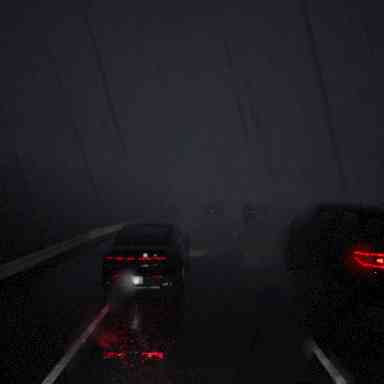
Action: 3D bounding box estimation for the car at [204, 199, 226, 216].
[{"bbox_3d":[2.352,1.732,35.275,1.812,1.442,4.674,0,0,8],"label":"car"}]

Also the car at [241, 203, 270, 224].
[{"bbox_3d":[4.944,1.646,26.259,2.128,1.511,4.902,0,0,5],"label":"car"}]

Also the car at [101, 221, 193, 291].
[{"bbox_3d":[-1.064,1.559,9.183,1.837,1.490,4.892,0,0,2],"label":"car"}]

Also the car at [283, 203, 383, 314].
[{"bbox_3d":[3.765,1.268,7.809,2.150,2.045,5.566,0,0,2],"label":"car"}]
